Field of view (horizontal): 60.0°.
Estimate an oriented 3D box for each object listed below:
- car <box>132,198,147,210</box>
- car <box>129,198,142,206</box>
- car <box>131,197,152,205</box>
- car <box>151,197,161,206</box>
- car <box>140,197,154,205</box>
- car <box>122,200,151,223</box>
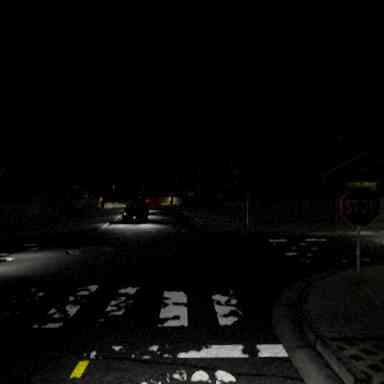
[{"bbox_3d":[-7.188,1.631,45.339,1.837,1.490,4.892,0,0,-11],"label":"car"},{"bbox_3d":[-10.266,1.779,60.291,1.837,1.490,4.892,0,-1,-14],"label":"car"},{"bbox_3d":[-5.562,1.562,35.468,1.882,1.535,5.008,0,0,-8],"label":"car"},{"bbox_3d":[-6.627,1.554,56.873,2.097,1.767,4.553,0,0,-14],"label":"car"},{"bbox_3d":[-9.091,1.803,66.688,2.128,1.511,4.902,0,-1,-16],"label":"car"},{"bbox_3d":[-4.407,1.578,26.274,1.812,1.442,4.674,0,0,-6],"label":"car"}]
